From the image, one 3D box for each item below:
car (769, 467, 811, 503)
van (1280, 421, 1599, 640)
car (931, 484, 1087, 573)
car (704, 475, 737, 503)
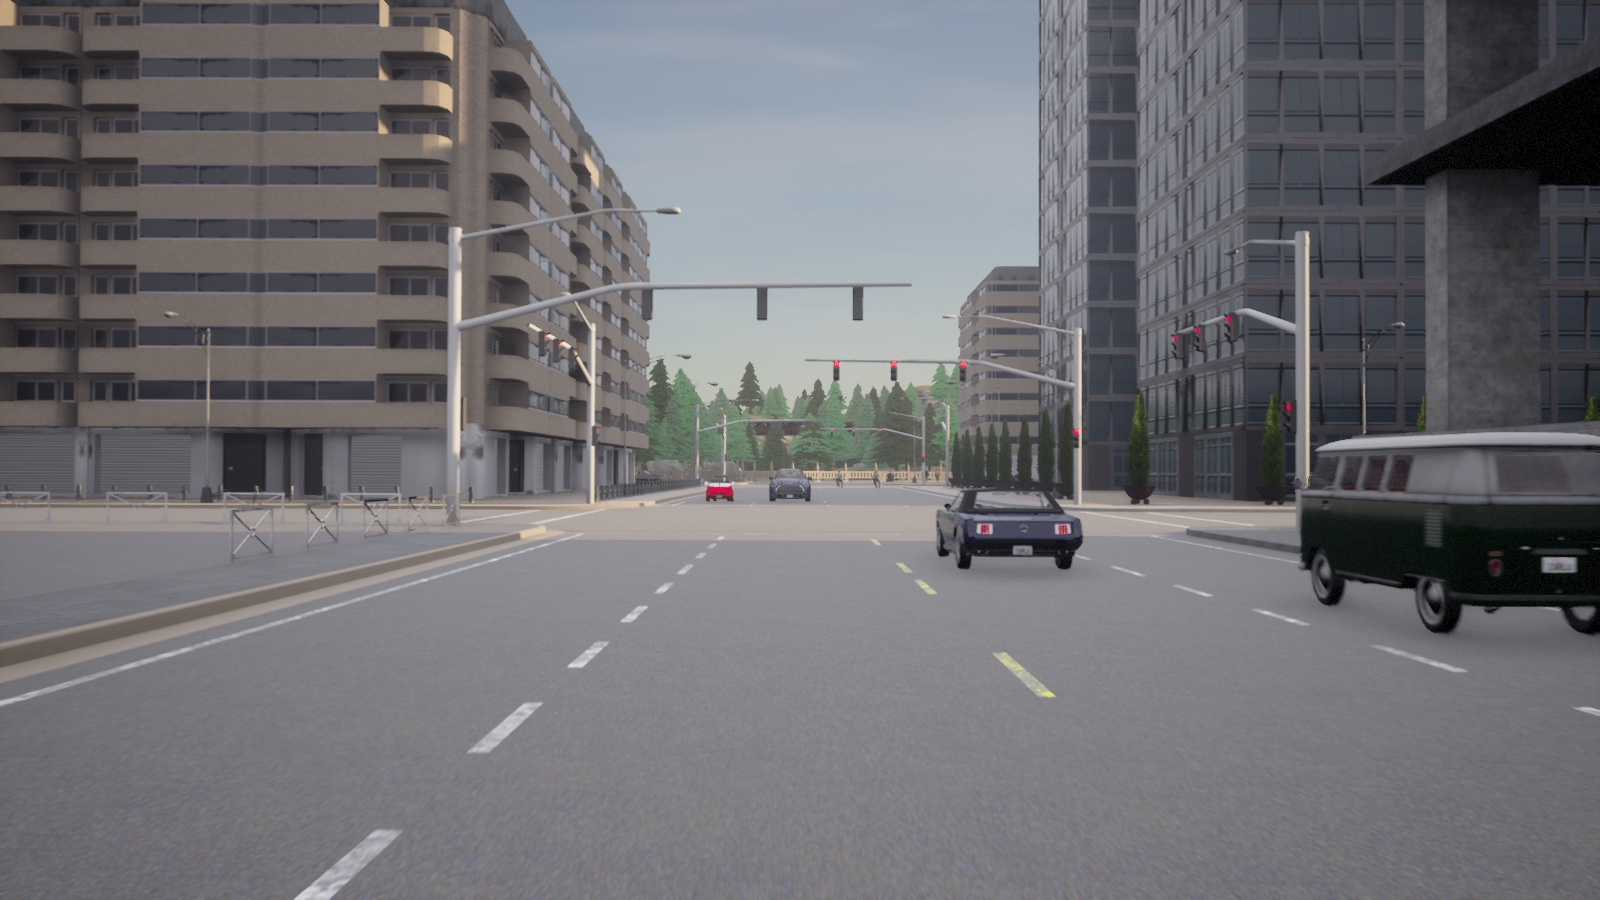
[{"bbox_3d":[-0.485,1.755,64.508,2.097,1.767,4.553,0,-1,0],"label":"car"},{"bbox_3d":[6.965,0.768,13.651,1.775,1.987,4.442,0,-1,0],"label":"van"},{"bbox_3d":[3.446,1.262,21.567,1.895,1.301,4.718,0,-1,0],"label":"car"},{"bbox_3d":[-3.982,1.943,63.202,1.481,1.376,2.207,0,-1,0],"label":"car"}]
